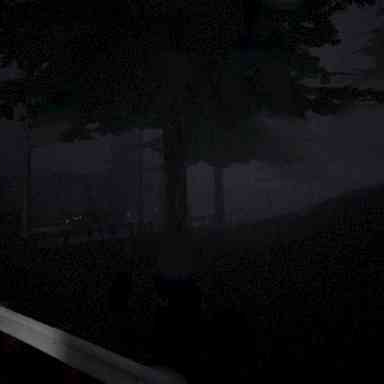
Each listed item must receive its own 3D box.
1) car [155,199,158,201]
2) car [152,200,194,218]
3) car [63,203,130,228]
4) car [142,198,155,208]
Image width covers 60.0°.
[{"bbox_3d":[-2.102,1.461,41.082,2.097,1.767,4.553,0,0,-39],"label":"car"},{"bbox_3d":[-1.505,1.673,30.800,1.895,1.301,4.718,0,0,23],"label":"car"},{"bbox_3d":[-6.486,1.574,22.978,1.837,1.490,4.892,0,0,35],"label":"car"},{"bbox_3d":[-6.682,1.684,50.164,4.674,1.442,1.812,0,0,36],"label":"car"}]
